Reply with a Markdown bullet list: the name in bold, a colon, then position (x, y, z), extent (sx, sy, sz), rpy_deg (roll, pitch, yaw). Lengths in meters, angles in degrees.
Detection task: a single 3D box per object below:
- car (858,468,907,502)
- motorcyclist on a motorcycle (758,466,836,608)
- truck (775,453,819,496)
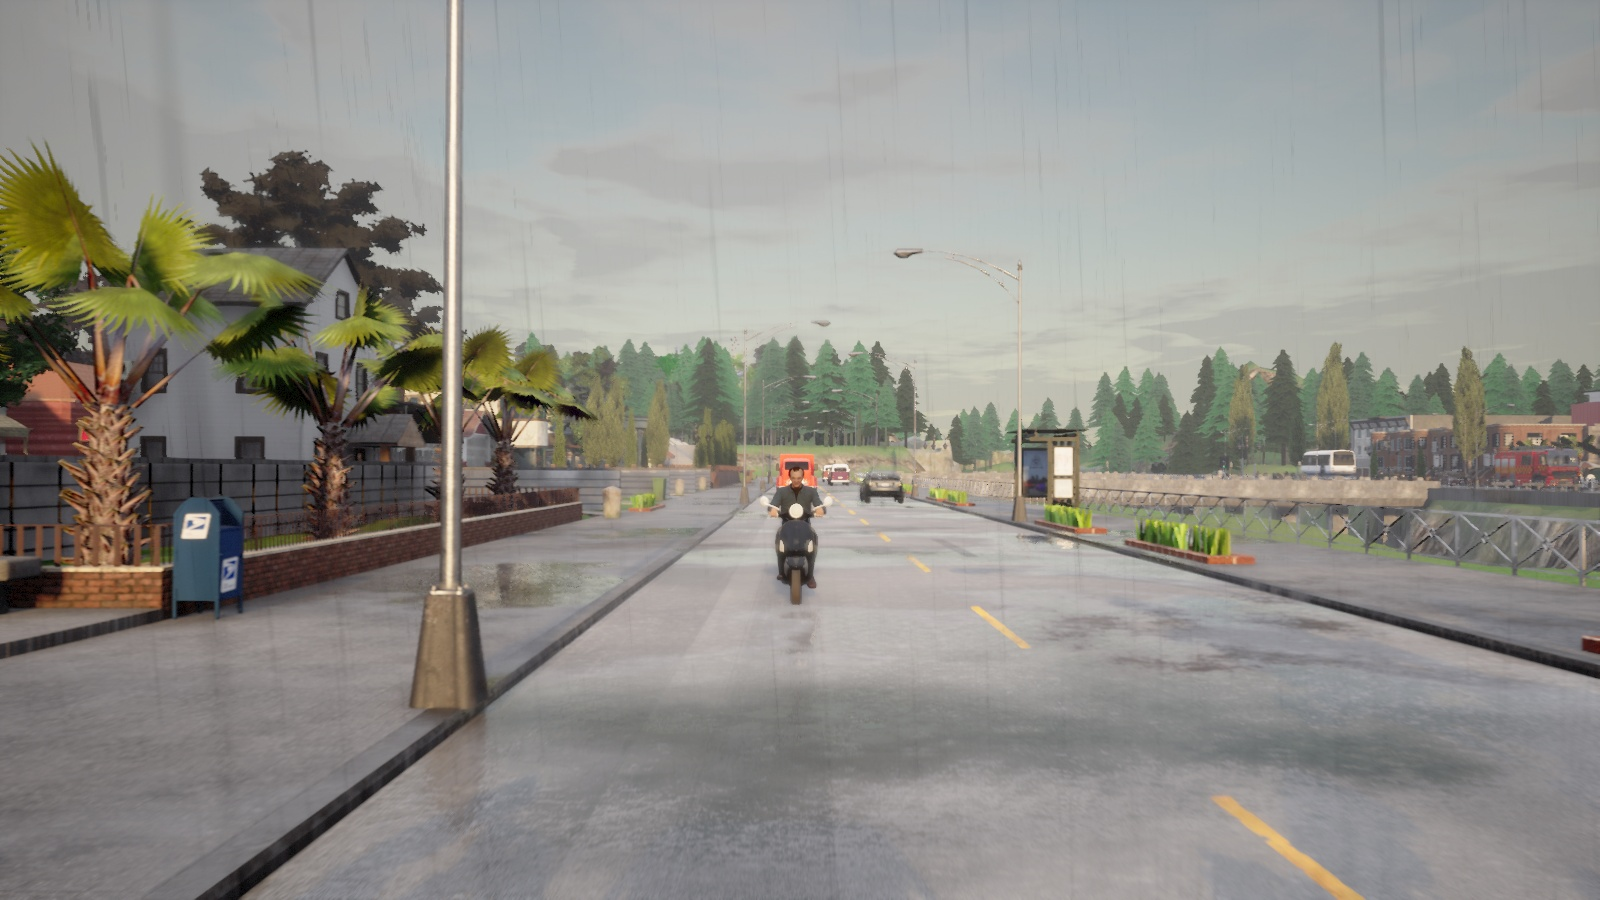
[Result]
- **car**: position (3.856, 1.637, 59.167), extent (2.007, 1.525, 4.514), rpy_deg (0, -1, 0)
- **motorcyclist on a motorcycle**: position (-0.036, 0.992, 15.005), extent (0.866, 1.590, 1.817), rpy_deg (0, -1, 0)
- **truck**: position (-0.189, 1.483, 76.545), extent (2.627, 2.467, 5.204), rpy_deg (0, -1, 0)
